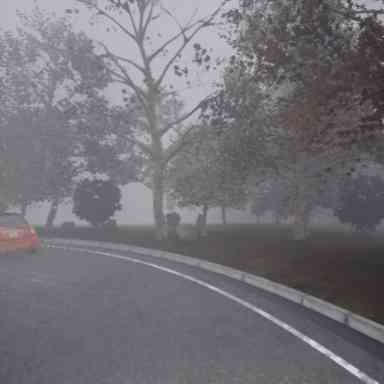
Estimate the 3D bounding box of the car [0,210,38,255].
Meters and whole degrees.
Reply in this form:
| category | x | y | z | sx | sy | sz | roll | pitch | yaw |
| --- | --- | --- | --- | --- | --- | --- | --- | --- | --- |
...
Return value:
| category | x | y | z | sx | sy | sz | roll | pitch | yaw |
| --- | --- | --- | --- | --- | --- | --- | --- | --- | --- |
| car | -8.137 | 1.592 | 12.984 | 4.553 | 1.767 | 2.097 | -2 | 0 | 33 |
